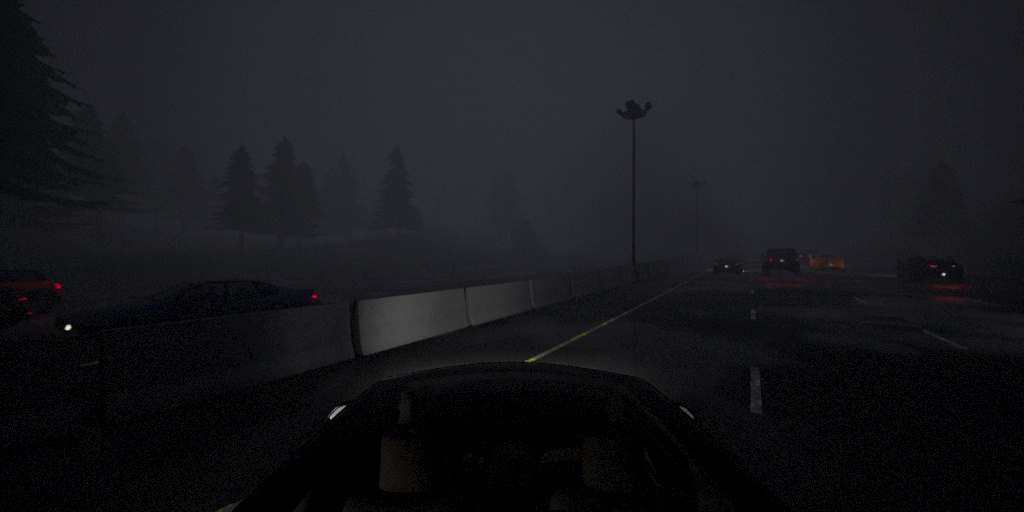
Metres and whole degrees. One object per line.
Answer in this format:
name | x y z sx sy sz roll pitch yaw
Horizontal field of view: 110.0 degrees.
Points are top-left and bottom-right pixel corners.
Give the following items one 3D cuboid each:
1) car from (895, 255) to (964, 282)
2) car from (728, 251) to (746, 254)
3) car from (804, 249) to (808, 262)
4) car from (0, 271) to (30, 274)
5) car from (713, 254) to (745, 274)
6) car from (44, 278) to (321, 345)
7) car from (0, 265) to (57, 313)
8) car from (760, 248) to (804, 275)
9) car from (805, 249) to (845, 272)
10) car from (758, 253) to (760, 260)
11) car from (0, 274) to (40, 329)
car | 25.272 0.703 21.873 1.837 1.490 4.892 0 1 34
car | 29.968 0.039 47.861 1.882 1.535 5.008 0 1 34
car | 33.853 -0.007 41.061 2.097 1.767 4.553 0 2 32
car | -16.925 1.364 9.402 2.128 1.511 4.902 0 0 34
car | 18.148 0.750 30.118 1.994 1.385 4.181 0 1 34
car | -8.241 1.336 9.809 2.033 1.411 5.357 0 0 34
car | -19.120 1.232 12.420 2.097 1.767 4.553 0 0 34
car | 21.167 0.383 28.340 2.150 2.045 5.566 0 1 34
car | 27.272 0.472 31.190 1.882 1.535 5.008 0 1 34
car | 33.369 -0.001 46.641 2.128 1.511 4.902 0 1 33
car | -14.023 1.345 7.444 2.128 1.511 4.902 0 0 34
